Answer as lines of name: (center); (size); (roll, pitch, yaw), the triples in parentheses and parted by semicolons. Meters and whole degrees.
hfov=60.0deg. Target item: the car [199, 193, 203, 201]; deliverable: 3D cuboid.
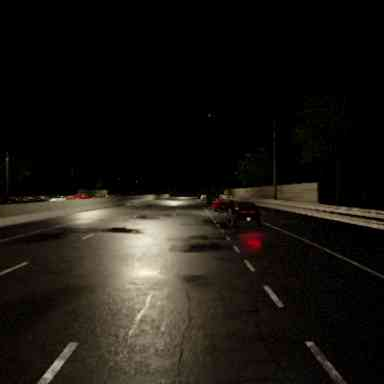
car: (3.512, 1.627, 83.553); (1.895, 1.301, 4.718); (0, 0, 0)

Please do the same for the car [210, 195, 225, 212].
car: (3.506, 1.479, 39.479); (1.882, 1.535, 5.008); (0, 0, 0)

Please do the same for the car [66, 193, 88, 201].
car: (-20.997, 1.284, 62.336); (2.150, 2.045, 5.566); (0, 0, 0)

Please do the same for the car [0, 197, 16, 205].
car: (-28.036, 1.486, 49.223); (1.882, 1.535, 5.008); (0, 0, 1)

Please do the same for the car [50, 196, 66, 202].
car: (-24.496, 1.536, 61.269); (1.812, 1.442, 4.674); (0, 0, 0)

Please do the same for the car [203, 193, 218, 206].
car: (3.507, 1.231, 56.012); (2.150, 2.045, 5.566); (0, 0, 0)

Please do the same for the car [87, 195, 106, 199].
car: (-17.500, 1.387, 62.597); (2.097, 1.767, 4.553); (0, 0, 0)

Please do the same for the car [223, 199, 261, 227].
car: (3.503, 1.429, 22.976); (1.837, 1.490, 4.892); (0, 0, 0)
